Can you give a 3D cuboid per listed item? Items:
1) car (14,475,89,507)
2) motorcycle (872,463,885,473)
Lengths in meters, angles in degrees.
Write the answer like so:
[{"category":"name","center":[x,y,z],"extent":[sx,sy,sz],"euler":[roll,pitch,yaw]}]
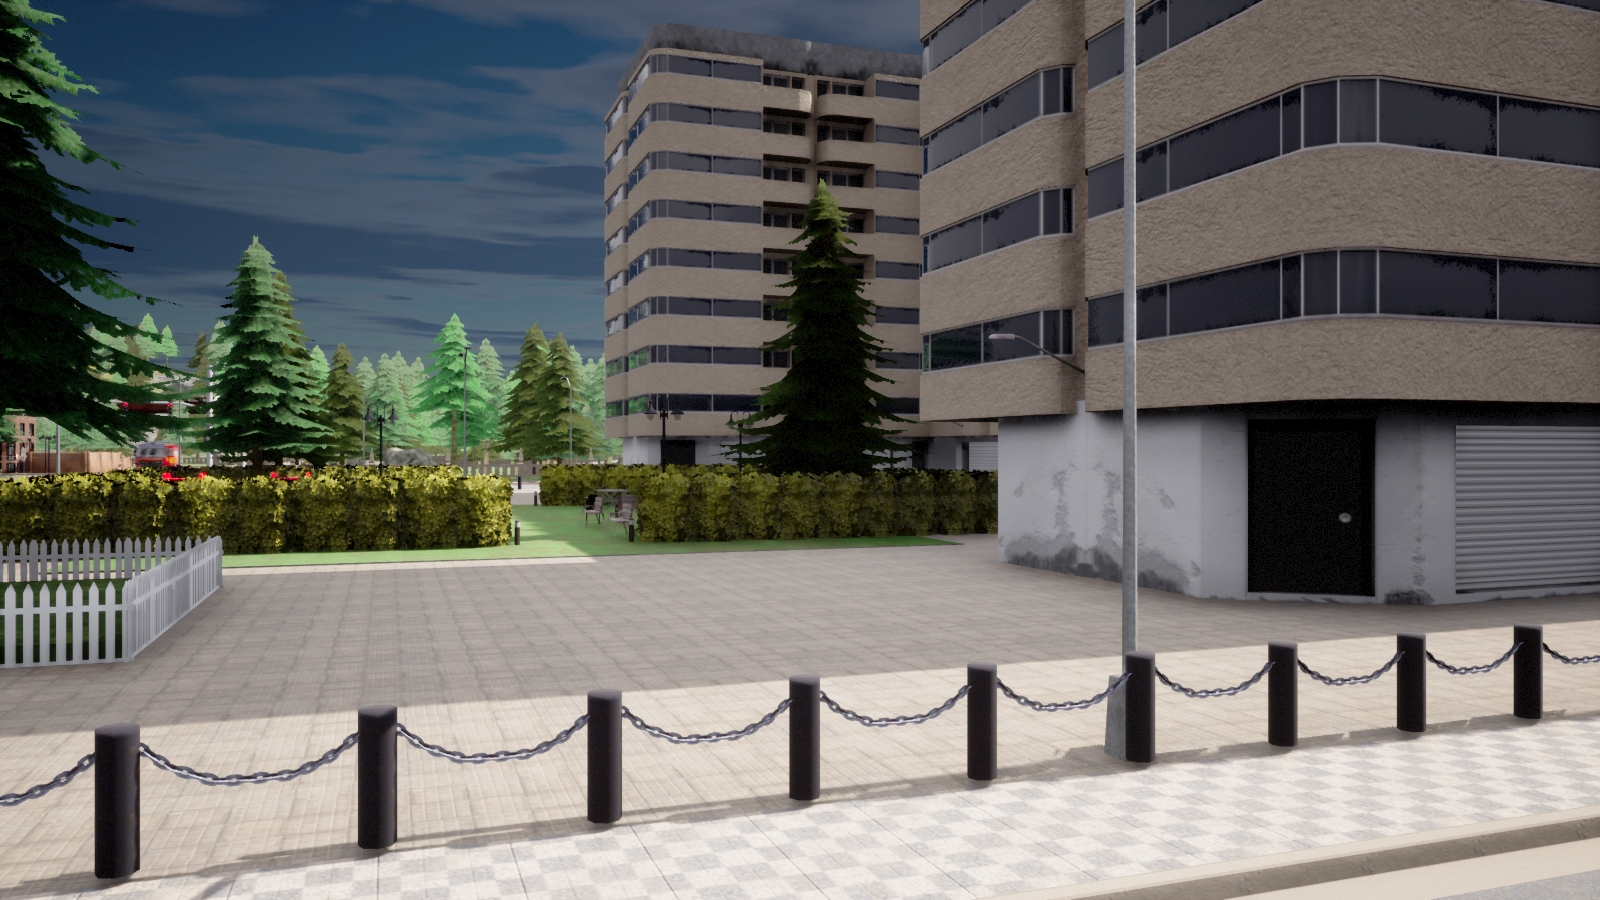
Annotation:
[{"category":"car","center":[-38.243,2.063,58.523],"extent":[2.163,1.488,4.792],"euler":[0,0,-20]},{"category":"motorcycle","center":[9.441,2.130,137.681],"extent":[0.803,1.199,2.033],"euler":[0,0,-19]}]
